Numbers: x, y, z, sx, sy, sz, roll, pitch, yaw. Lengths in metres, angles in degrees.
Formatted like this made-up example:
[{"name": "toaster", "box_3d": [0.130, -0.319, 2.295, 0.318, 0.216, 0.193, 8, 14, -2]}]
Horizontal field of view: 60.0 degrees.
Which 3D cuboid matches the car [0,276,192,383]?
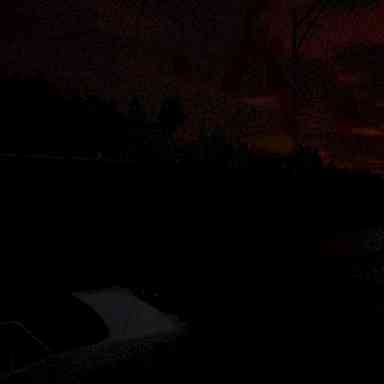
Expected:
[{"name": "car", "box_3d": [-2.416, 1.603, 2.882, 4.718, 1.301, 1.895, 0, 0, -35]}]
